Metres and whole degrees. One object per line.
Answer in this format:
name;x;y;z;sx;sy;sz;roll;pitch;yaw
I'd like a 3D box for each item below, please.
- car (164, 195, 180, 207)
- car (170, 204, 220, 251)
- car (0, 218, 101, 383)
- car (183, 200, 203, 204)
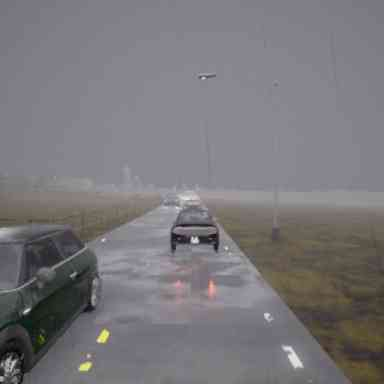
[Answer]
car;-2.818;1.185;47.304;2.097;1.767;4.553;0;1;0
car;0.103;1.492;14.043;2.128;1.511;4.902;0;0;0
car;-2.850;1.356;4.672;2.097;1.767;4.553;0;0;0
car;0.106;1.471;31.060;1.812;1.442;4.674;0;0;0
